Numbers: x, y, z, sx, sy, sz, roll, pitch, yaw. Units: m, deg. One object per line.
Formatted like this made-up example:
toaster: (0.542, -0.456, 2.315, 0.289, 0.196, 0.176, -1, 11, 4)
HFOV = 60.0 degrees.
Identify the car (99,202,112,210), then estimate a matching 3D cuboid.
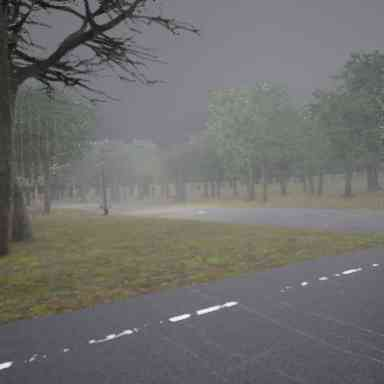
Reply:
car: (-18.329, 2.976, 70.314, 1.837, 1.490, 4.892, -4, 1, -29)
